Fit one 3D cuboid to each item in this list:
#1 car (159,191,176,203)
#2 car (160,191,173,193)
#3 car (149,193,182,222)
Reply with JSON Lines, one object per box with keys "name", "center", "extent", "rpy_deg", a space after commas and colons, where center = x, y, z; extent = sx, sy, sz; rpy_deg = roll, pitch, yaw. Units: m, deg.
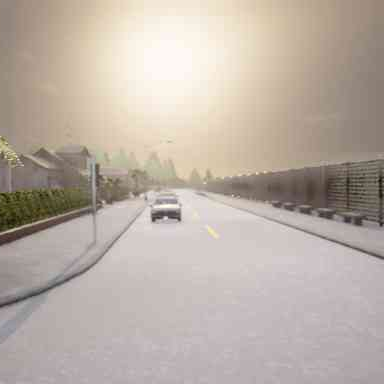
{"name": "car", "center": [-3.087, 0.570, 41.355], "extent": [1.994, 1.385, 4.181], "rpy_deg": [-1, 1, -4]}
{"name": "car", "center": [-2.400, 0.722, 31.375], "extent": [1.882, 1.535, 5.008], "rpy_deg": [-1, 1, -4]}
{"name": "car", "center": [-1.691, 1.026, 21.560], "extent": [2.033, 1.411, 5.357], "rpy_deg": [-1, 1, -4]}
